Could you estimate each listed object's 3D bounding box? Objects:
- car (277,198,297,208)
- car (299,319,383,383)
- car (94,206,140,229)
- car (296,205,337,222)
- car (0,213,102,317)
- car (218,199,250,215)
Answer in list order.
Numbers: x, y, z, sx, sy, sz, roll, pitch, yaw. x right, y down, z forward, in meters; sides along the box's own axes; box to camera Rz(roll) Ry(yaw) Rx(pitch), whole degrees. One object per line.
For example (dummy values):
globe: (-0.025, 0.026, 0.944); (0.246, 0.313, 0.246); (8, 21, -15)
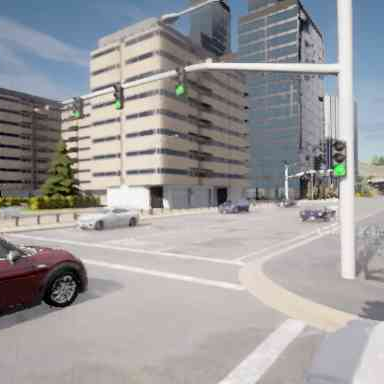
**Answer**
car: (14.749, 1.701, 51.487); (2.128, 1.511, 4.902); (-1, 0, 35)
car: (3.015, 1.582, 1.803); (4.718, 1.301, 1.895); (-1, 0, 36)
car: (-5.588, 1.732, 22.677); (1.812, 1.442, 4.674); (-1, 0, 37)
car: (10.344, 1.677, 26.953); (1.895, 1.301, 4.718); (-1, 0, 35)
car: (-4.171, 1.432, 6.015); (2.097, 1.767, 4.553); (-1, 0, 33)
car: (4.757, 1.555, 37.432); (2.097, 1.767, 4.553); (-1, -1, 35)
